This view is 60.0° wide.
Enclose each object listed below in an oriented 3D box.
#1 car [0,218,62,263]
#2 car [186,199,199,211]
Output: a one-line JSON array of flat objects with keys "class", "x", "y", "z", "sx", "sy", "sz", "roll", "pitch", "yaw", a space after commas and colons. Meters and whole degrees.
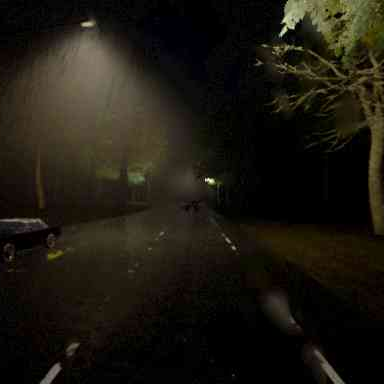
[{"class": "car", "x": -6.820, "y": 1.693, "z": 12.534, "sx": 1.895, "sy": 1.301, "sz": 4.718, "roll": 0, "pitch": 0, "yaw": 3}, {"class": "car", "x": 0.043, "y": 1.913, "z": 48.316, "sx": 1.837, "sy": 1.490, "sz": 4.892, "roll": 0, "pitch": -1, "yaw": 0}]
